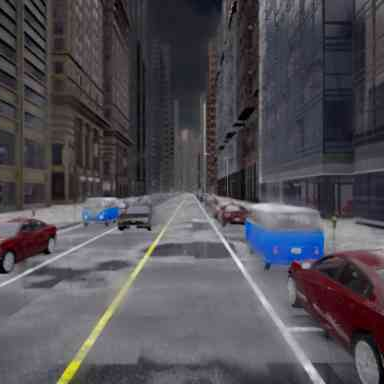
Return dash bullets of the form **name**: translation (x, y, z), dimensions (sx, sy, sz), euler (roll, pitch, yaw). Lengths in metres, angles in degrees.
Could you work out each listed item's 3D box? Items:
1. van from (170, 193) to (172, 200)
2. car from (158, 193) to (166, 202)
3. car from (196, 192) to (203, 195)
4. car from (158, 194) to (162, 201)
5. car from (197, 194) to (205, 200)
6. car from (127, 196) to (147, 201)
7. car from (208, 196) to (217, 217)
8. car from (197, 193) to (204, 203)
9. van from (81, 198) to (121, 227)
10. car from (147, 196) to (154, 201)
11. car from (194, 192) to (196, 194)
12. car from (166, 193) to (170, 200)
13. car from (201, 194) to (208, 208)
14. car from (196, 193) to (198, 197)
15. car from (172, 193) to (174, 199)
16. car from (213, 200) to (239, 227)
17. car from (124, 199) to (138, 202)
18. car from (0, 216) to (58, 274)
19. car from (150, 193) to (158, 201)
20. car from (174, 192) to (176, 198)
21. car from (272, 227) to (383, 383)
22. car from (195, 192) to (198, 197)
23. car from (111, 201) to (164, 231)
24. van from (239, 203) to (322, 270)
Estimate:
- **van**: translation (-6.168, 1.047, 77.717), dimensions (1.690, 1.788, 3.998), euler (0, 0, 0)
- **car**: translation (-6.048, 1.102, 55.311), dimensions (2.192, 1.841, 5.009), euler (0, 0, 0)
- **car**: translation (2.386, 1.265, 72.175), dimensions (2.008, 1.369, 4.403), euler (0, 0, 0)
- **car**: translation (-6.019, 1.375, 49.711), dimensions (1.947, 1.339, 4.313), euler (0, 0, 0)
- **car**: translation (2.326, 1.258, 83.380), dimensions (1.802, 1.307, 4.206), euler (0, 0, 0)
- **car**: translation (-5.928, 1.316, 32.906), dimensions (1.967, 1.590, 4.097), euler (0, 0, 0)
- **car**: translation (2.627, 1.327, 27.359), dimensions (1.967, 1.590, 4.097), euler (0, 0, 0)
- **car**: translation (2.446, 1.321, 60.972), dimensions (1.947, 1.339, 4.313), euler (0, 0, 0)
- **van**: translation (-5.868, 1.261, 21.702), dimensions (1.690, 1.788, 3.998), euler (0, 0, 0)
- **car**: translation (-5.959, 1.419, 38.508), dimensions (1.947, 1.339, 4.313), euler (0, 0, 0)
- **car**: translation (2.297, 0.973, 88.981), dimensions (2.192, 1.841, 5.009), euler (0, 0, 0)
- **car**: translation (-6.108, 1.060, 66.515), dimensions (2.192, 1.841, 5.009), euler (0, 0, 0)
- **car**: translation (2.536, 1.365, 44.166), dimensions (1.887, 1.381, 4.507), euler (0, 0, 0)
- **car**: translation (2.416, 1.301, 66.574), dimensions (1.947, 1.339, 4.313), euler (0, 0, 0)
- **car**: translation (-6.198, 1.213, 83.150), dimensions (1.752, 1.417, 4.829), euler (0, 0, 0)
- **car**: translation (2.656, 1.454, 21.758), dimensions (1.887, 1.381, 4.507), euler (0, 0, 0)
- **car**: translation (-5.899, 1.480, 27.304), dimensions (1.802, 1.307, 4.206), euler (0, 0, 0)
- **car**: translation (-5.809, 1.509, 10.500), dimensions (1.887, 1.381, 4.507), euler (0, 0, 0)
- **car**: translation (-5.988, 1.271, 44.109), dimensions (1.967, 1.590, 4.097), euler (0, 0, 0)
- **car**: translation (-6.259, 1.090, 94.523), dimensions (1.967, 1.590, 4.097), euler (0, 0, 0)
- **car**: translation (2.746, 1.521, 4.951), dimensions (1.887, 1.381, 4.507), euler (0, 0, 0)
- **car**: translation (2.356, 1.135, 77.778), dimensions (1.967, 1.590, 4.097), euler (0, 0, 0)
- **car**: translation (-3.100, 1.470, 20.081), dimensions (2.033, 1.411, 5.357), euler (0, 0, 0)
- **van**: translation (2.717, 1.295, 10.553), dimensions (1.690, 1.788, 3.998), euler (0, 0, 0)
